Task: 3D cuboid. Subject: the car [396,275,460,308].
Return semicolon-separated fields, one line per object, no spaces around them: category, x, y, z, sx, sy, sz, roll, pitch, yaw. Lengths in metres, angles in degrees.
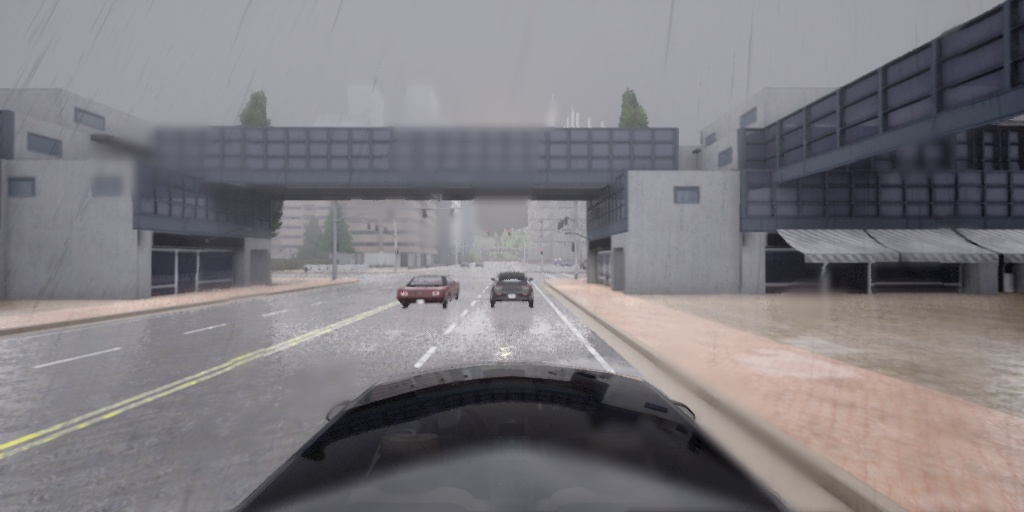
car;-3.499;1.485;15.960;1.895;1.301;4.718;0;-1;0

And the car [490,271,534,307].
car;0.004;1.412;16.244;1.812;1.442;4.674;0;0;0
